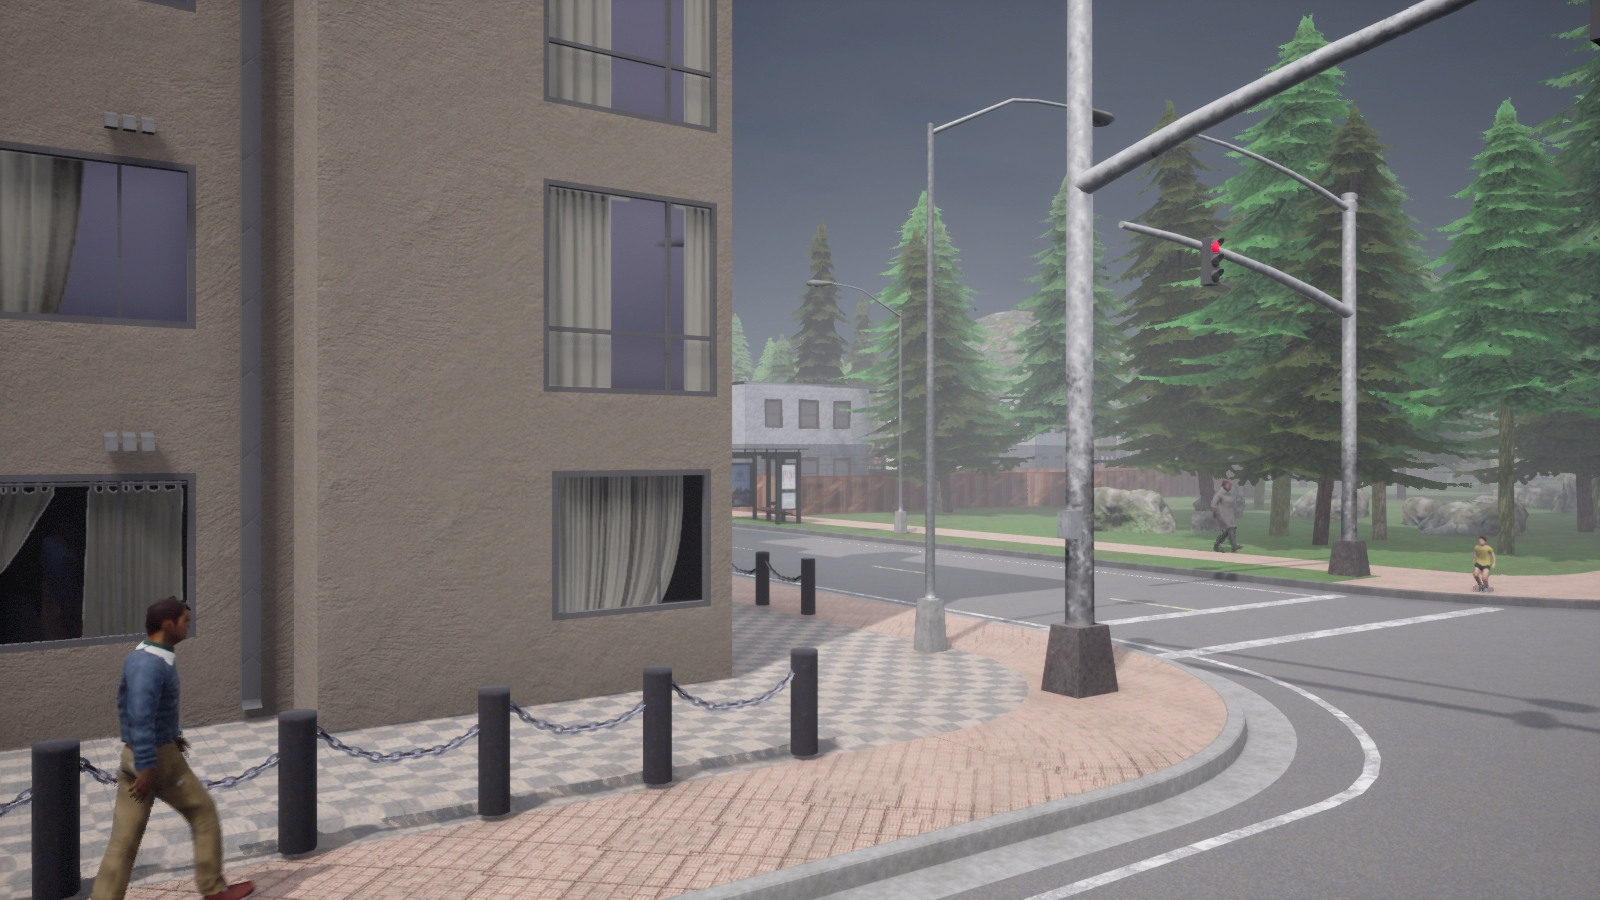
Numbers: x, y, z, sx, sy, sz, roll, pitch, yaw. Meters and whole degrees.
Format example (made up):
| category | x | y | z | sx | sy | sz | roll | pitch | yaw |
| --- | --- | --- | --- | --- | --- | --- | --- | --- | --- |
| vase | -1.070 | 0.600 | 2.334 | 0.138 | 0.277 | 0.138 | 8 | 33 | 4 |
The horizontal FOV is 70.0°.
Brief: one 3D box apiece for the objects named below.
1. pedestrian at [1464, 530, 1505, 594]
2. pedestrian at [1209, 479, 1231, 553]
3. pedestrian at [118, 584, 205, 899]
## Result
| category | x | y | z | sx | sy | sz | roll | pitch | yaw |
| --- | --- | --- | --- | --- | --- | --- | --- | --- | --- |
| pedestrian | 12.614 | 2.054 | 21.048 | 0.500 | 1.100 | 0.500 | 0 | 0 | -38 |
| pedestrian | 10.757 | 1.676 | 29.283 | 0.375 | 1.860 | 0.375 | 0 | 0 | -33 |
| pedestrian | -3.491 | 1.694 | 6.243 | 0.375 | 1.860 | 0.375 | 0 | 0 | -35 |
